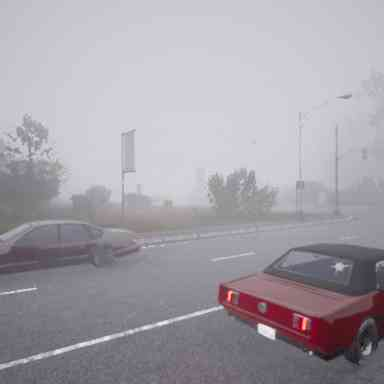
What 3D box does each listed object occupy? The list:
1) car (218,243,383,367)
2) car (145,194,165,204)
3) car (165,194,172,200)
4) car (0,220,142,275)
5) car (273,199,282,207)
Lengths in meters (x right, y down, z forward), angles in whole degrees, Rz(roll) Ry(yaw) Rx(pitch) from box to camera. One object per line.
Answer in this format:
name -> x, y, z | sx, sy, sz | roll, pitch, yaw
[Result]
car -> 2.808, 1.578, 5.765 | 4.718, 1.301, 1.895 | 0, 0, -36
car -> -7.328, 1.253, 57.952 | 1.882, 1.535, 5.008 | -1, 0, -38
car -> -5.538, 1.095, 61.326 | 2.097, 1.767, 4.553 | -1, 0, -38
car -> -4.163, 1.541, 9.623 | 5.357, 1.411, 2.033 | 0, 0, -36
car -> 9.284, 1.083, 42.865 | 2.097, 1.767, 4.553 | -1, 0, -39
